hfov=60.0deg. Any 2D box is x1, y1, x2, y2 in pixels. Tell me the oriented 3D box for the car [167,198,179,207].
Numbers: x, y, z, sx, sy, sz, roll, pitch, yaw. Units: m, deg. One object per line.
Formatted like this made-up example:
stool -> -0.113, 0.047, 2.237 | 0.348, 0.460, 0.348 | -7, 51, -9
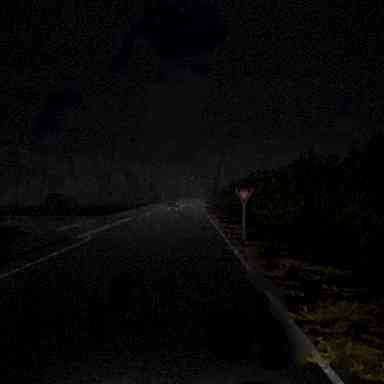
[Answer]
car -> -3.560, 1.894, 61.874 | 2.097, 1.767, 4.553 | 0, -1, 0
